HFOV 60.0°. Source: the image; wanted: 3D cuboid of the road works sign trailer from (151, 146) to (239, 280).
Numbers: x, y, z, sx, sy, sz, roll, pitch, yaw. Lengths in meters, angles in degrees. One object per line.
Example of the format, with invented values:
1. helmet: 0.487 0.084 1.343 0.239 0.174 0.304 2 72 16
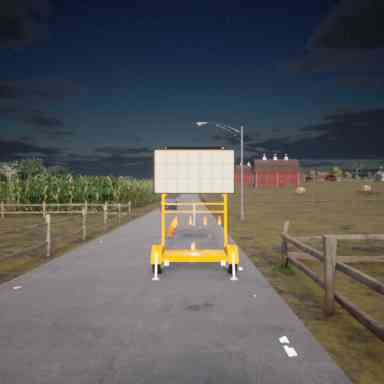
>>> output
1. road works sign trailer: 0.068 0.458 9.893 2.380 3.560 2.880 0 0 0

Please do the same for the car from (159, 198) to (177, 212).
1. car: -2.735 1.452 38.904 1.882 1.535 5.008 0 0 0
